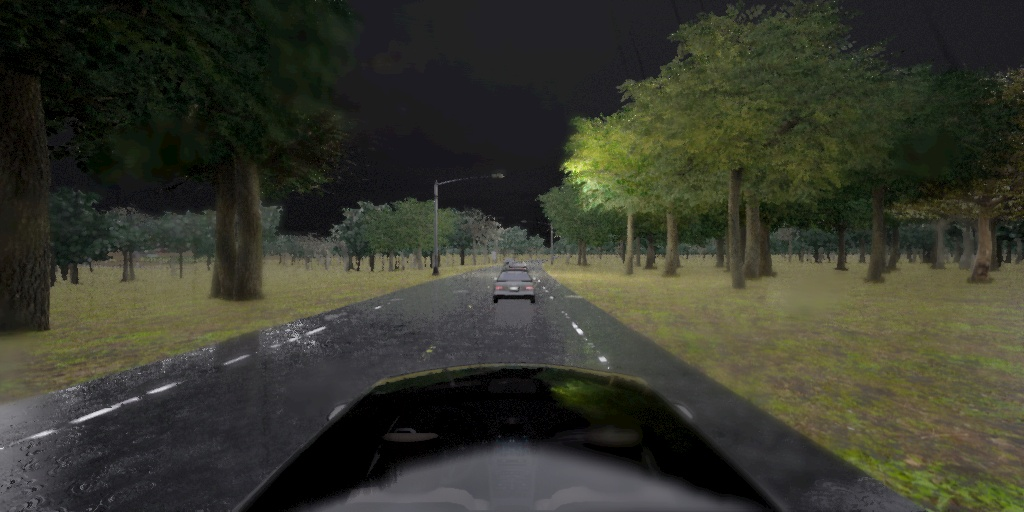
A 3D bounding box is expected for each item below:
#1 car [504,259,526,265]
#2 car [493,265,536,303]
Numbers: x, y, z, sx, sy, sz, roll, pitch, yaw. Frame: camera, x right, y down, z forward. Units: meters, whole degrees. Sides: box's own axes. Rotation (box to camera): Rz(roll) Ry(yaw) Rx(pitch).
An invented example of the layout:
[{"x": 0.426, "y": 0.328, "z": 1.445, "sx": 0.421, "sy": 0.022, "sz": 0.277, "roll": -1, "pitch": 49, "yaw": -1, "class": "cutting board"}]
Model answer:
[{"x": 0.494, "y": 1.238, "z": 31.421, "sx": 2.128, "sy": 1.511, "sz": 4.902, "roll": 0, "pitch": 0, "yaw": 2, "class": "car"}, {"x": 0.123, "y": 1.308, "z": 16.454, "sx": 2.033, "sy": 1.411, "sz": 5.357, "roll": 0, "pitch": 0, "yaw": 1, "class": "car"}]
